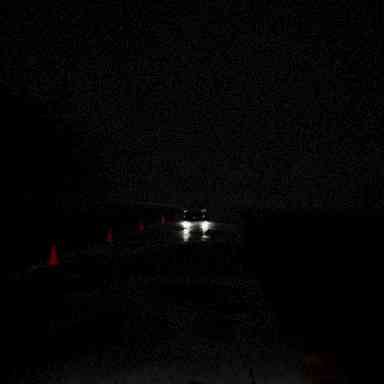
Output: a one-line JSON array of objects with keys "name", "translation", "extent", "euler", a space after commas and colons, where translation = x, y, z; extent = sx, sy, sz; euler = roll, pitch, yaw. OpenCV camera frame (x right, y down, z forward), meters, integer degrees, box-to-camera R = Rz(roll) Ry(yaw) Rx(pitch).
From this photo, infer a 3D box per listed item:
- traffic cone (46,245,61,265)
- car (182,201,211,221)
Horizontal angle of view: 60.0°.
[{"name": "traffic cone", "translation": [-4.381, 1.973, 10.516], "extent": [0.340, 0.580, 0.340], "euler": [0, 0, 5]}, {"name": "car", "translation": [0.475, 1.594, 29.702], "extent": [2.097, 1.767, 4.553], "euler": [0, -1, 8]}]
